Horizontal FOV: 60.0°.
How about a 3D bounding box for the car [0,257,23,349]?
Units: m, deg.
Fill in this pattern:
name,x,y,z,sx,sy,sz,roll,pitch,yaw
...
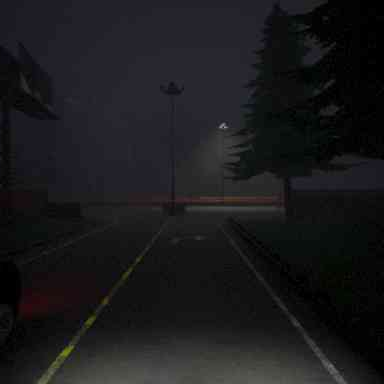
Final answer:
name,x,y,z,sx,sy,sz,roll,pitch,yaw
car,-3.586,1.476,3.280,2.128,1.511,4.902,0,0,0
